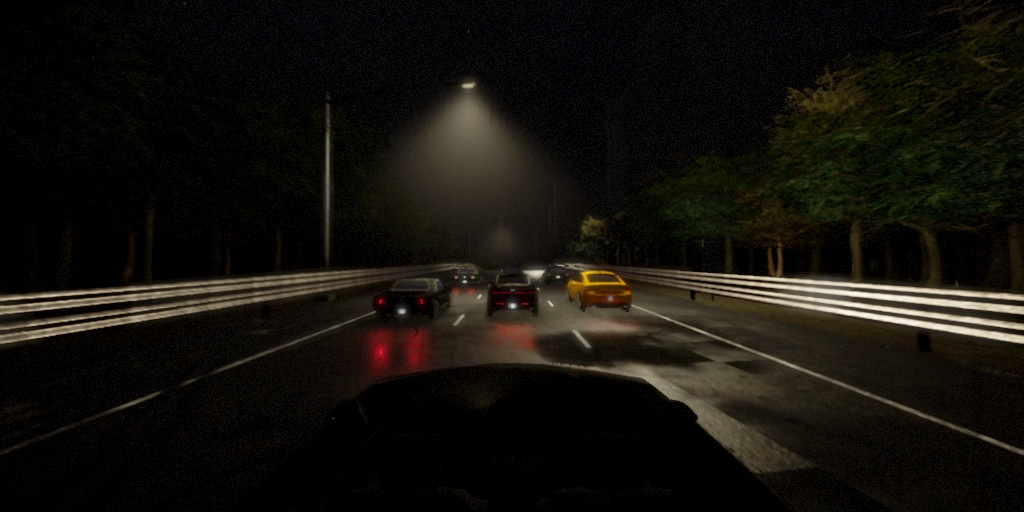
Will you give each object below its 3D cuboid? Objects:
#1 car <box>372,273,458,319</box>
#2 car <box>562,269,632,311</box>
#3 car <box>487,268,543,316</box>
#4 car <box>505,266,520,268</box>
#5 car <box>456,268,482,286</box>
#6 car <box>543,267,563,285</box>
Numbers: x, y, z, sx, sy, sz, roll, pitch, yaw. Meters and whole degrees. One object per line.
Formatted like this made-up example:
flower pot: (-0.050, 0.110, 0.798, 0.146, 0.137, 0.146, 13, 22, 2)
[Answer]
car: (-3.458, 1.491, 13.543, 1.895, 1.301, 4.718, 0, -1, 1)
car: (3.555, 1.385, 15.323, 1.882, 1.535, 5.008, 0, 0, 0)
car: (0.046, 1.402, 14.205, 1.837, 1.490, 4.892, 0, 0, 0)
car: (0.054, 1.548, 29.825, 1.812, 1.442, 4.674, 0, 0, 0)
car: (-3.456, 1.616, 28.530, 1.895, 1.301, 4.718, 0, 0, 1)
car: (3.554, 1.585, 29.443, 1.994, 1.385, 4.181, 0, 0, 0)
